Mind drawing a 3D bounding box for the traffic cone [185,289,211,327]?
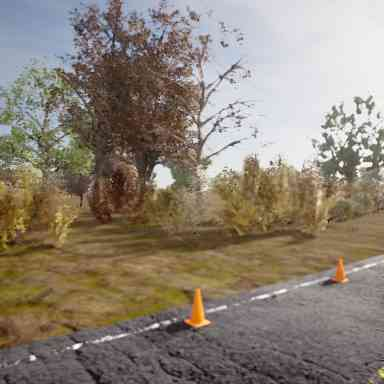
[{"bbox_3d":[0.103,1.996,5.840,0.340,0.580,0.340,1,0,-37],"label":"traffic cone"}]

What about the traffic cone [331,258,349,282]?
[{"bbox_3d":[3.962,2.053,8.875,0.340,0.580,0.340,1,0,-39],"label":"traffic cone"}]
